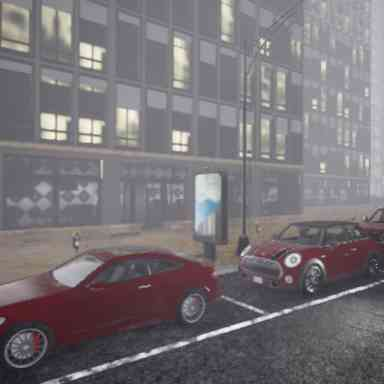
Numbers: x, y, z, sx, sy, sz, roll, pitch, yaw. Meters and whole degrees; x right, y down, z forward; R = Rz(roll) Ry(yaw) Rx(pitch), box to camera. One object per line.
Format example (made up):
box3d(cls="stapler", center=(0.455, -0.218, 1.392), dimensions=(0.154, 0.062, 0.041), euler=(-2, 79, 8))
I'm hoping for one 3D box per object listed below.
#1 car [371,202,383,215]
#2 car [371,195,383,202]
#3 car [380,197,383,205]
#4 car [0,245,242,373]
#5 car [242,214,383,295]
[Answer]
box3d(cls="car", center=(7.665, 1.433, 12.028), dimensions=(5.009, 1.841, 2.192), euler=(1, -1, -35))
box3d(cls="car", center=(29.300, 1.349, 54.086), dimensions=(2.192, 1.841, 5.009), euler=(2, 0, -36))
box3d(cls="car", center=(36.054, 1.651, 59.036), dimensions=(1.947, 1.339, 4.313), euler=(2, 0, -36))
box3d(cls="car", center=(-1.375, 1.600, 5.580), dimensions=(4.206, 1.307, 1.802), euler=(1, -1, -35))
box3d(cls="car", center=(3.145, 1.508, 8.805), dimensions=(4.097, 1.590, 1.967), euler=(1, -1, -35))
